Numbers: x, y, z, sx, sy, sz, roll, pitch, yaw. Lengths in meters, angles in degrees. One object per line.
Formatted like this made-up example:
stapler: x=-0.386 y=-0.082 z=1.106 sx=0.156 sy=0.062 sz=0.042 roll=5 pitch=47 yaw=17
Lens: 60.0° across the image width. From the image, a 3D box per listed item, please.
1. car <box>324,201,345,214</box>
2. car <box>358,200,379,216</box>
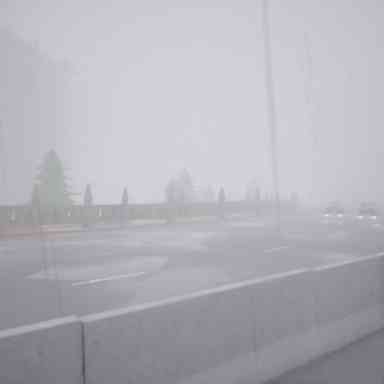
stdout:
car: x=16.875 y=1.798 z=39.150 sx=1.812 sy=1.442 sz=4.674 roll=0 pitch=-1 yaw=28
car: x=19.037 y=1.785 z=35.798 sx=2.033 sy=1.411 sz=5.357 roll=0 pitch=-1 yaw=30
